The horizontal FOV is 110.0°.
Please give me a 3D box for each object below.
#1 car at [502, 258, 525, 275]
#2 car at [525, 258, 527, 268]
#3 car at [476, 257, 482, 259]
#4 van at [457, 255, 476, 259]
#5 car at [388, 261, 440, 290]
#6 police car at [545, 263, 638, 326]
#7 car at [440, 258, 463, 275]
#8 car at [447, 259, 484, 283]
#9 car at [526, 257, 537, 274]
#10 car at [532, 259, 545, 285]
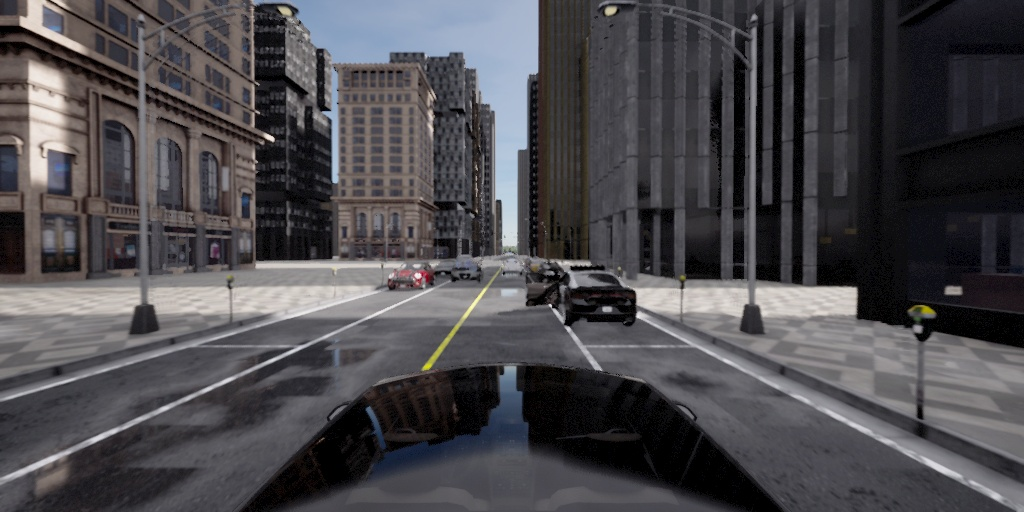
[{"bbox_3d":[0.045,1.034,34.929,1.812,1.442,4.674,0,0,0],"label":"car"},{"bbox_3d":[2.767,0.992,43.501,2.007,1.370,4.403,0,0,0],"label":"car"},{"bbox_3d":[-5.756,0.857,60.423,2.007,1.370,4.403,0,0,0],"label":"car"},{"bbox_3d":[-5.758,0.782,43.501,1.690,1.789,3.998,0,0,0],"label":"van"},{"bbox_3d":[-5.761,1.053,20.937,1.967,1.591,4.097,0,0,0],"label":"car"},{"bbox_3d":[2.368,1.106,11.498,1.930,1.638,5.238,0,0,0],"label":"police car"},{"bbox_3d":[-5.759,1.094,32.219,1.948,1.339,4.313,0,0,0],"label":"car"},{"bbox_3d":[-3.093,1.142,25.577,1.994,1.385,4.181,0,0,0],"label":"car"},{"bbox_3d":[2.766,1.011,38.030,1.751,1.417,4.829,0,0,0],"label":"car"},{"bbox_3d":[2.765,1.137,26.579,1.948,1.339,4.313,0,0,0],"label":"car"}]
